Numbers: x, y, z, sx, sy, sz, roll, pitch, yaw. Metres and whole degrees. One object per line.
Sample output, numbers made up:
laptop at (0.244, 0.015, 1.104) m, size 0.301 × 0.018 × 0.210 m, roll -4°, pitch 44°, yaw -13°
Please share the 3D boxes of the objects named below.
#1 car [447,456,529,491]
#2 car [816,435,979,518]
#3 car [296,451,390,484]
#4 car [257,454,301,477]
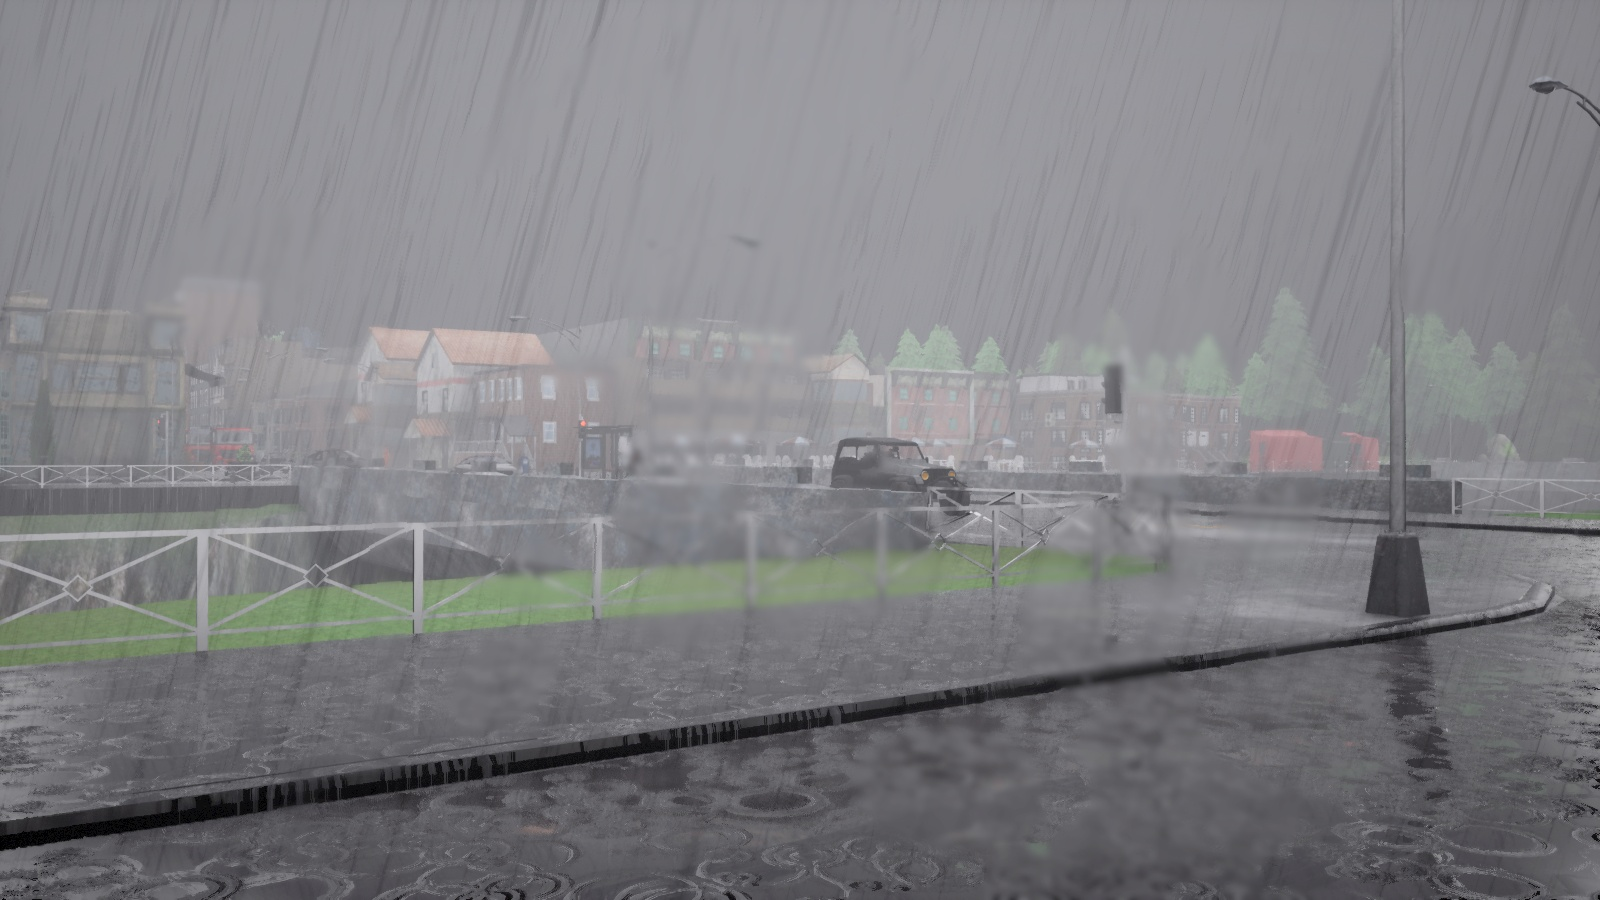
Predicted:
car at (-13.081, 0.965, 52.520) m, size 1.994 × 1.385 × 4.181 m, roll 0°, pitch 0°, yaw -35°
car at (2.291, 0.610, 30.450) m, size 1.905 × 1.878 × 3.866 m, roll 0°, pitch 0°, yaw -35°
car at (-22.429, 0.842, 61.733) m, size 3.988 × 1.617 × 1.851 m, roll 0°, pitch 0°, yaw -6°
car at (-34.641, 1.036, 83.433) m, size 1.816 × 1.474 × 4.193 m, roll 0°, pitch 0°, yaw -35°
